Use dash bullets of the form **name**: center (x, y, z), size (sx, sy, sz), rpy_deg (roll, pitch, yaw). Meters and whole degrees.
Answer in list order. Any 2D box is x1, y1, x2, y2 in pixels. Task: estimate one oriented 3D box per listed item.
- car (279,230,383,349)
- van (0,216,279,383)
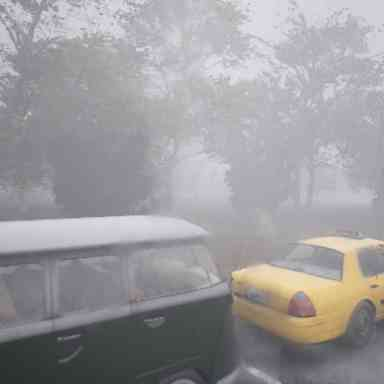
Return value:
- **car**: center (3.085, 1.493, 6.249), size (5.366, 1.575, 1.946), rpy_deg (0, 0, -33)
- **van**: center (-1.507, 1.255, 2.978), size (4.442, 1.987, 1.878), rpy_deg (0, 0, -33)
